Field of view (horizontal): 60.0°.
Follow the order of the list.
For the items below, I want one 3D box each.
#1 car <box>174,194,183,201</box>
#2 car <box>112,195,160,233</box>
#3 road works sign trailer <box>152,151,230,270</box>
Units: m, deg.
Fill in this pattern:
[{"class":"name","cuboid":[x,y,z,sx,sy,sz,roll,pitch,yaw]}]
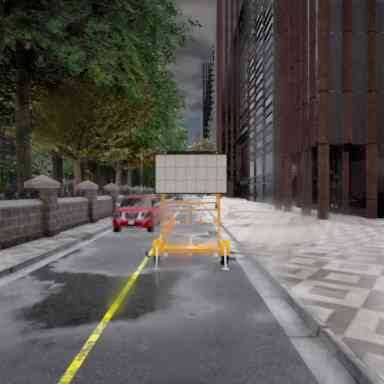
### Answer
[{"class":"car","cuboid":[-3.215,1.314,79.819,2.097,1.767,4.553,0,0,0]},{"class":"car","cuboid":[-3.154,1.217,19.932,2.150,2.045,5.566,0,0,0]},{"class":"road works sign trailer","cuboid":[-0.029,0.464,11.017,2.380,3.560,2.880,0,0,0]}]
